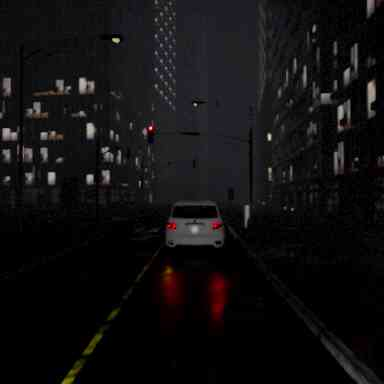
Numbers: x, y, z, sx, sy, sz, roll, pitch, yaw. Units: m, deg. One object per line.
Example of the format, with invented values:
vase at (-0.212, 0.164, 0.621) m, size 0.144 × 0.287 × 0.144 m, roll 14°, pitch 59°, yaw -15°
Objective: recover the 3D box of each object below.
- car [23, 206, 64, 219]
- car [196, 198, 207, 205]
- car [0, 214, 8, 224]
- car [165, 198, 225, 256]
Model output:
car at (-16.157, 2.180, 36.054) m, size 4.403 × 1.369 × 2.008 m, roll -1°, pitch 0°, yaw 10°
car at (2.173, 2.108, 72.891) m, size 1.812 × 1.442 × 4.674 m, roll 0°, pitch 0°, yaw 8°
car at (-17.660, 2.065, 27.810) m, size 4.403 × 1.369 × 2.008 m, roll -1°, pitch 0°, yaw 10°
car at (0.160, 1.345, 13.935) m, size 2.150 × 2.045 × 5.566 m, roll 0°, pitch 0°, yaw 2°
